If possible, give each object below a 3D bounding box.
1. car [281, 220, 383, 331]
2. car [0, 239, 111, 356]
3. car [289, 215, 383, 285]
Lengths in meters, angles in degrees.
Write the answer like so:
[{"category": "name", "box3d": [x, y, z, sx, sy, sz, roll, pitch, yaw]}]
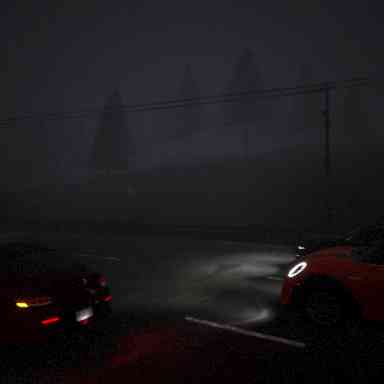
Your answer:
[{"category": "car", "box3d": [3.822, 1.332, 5.353, 4.553, 1.767, 2.097, -1, 0, 35]}, {"category": "car", "box3d": [-3.511, 1.571, 5.861, 4.674, 1.442, 1.812, 0, 0, 30]}, {"category": "car", "box3d": [5.229, 1.483, 8.610, 4.892, 1.490, 1.837, 0, -1, 34]}]
